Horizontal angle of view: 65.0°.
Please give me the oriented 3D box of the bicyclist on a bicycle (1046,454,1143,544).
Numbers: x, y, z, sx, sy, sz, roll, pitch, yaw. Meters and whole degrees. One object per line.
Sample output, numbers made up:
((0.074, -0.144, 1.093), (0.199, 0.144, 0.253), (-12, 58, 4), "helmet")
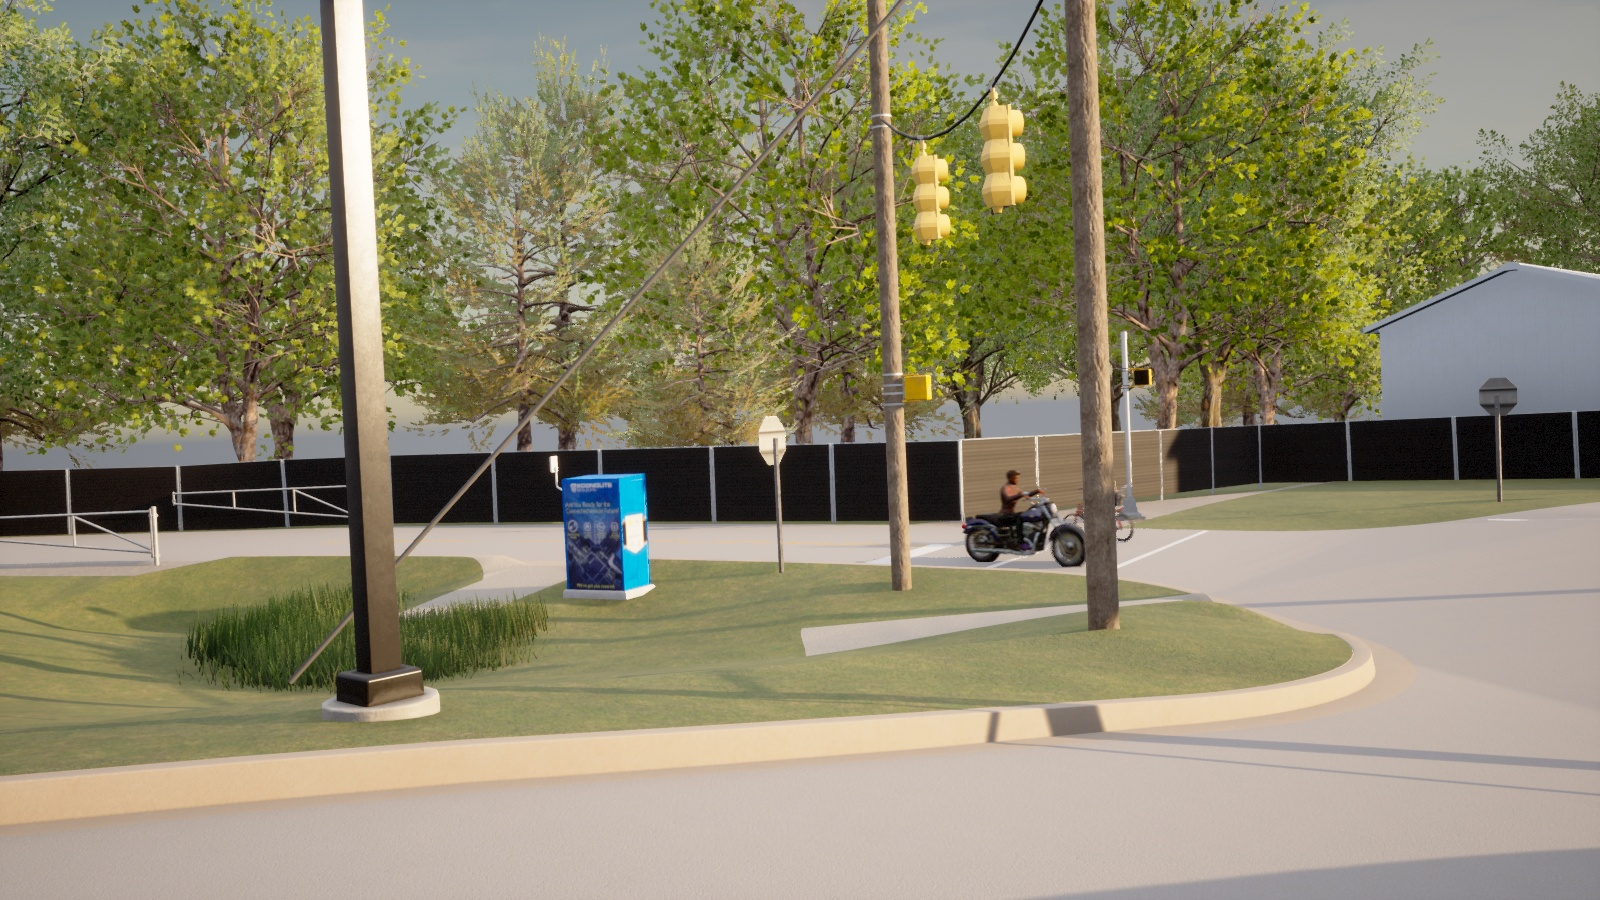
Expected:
((5.627, 0.915, 24.002), (1.509, 1.612, 0.866), (-1, 3, 39), "bicyclist on a bicycle")

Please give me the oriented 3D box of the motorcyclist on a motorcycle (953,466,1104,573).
((3.795, 1.115, 20.997), (2.350, 1.649, 0.766), (0, 3, 38), "motorcyclist on a motorcycle")
